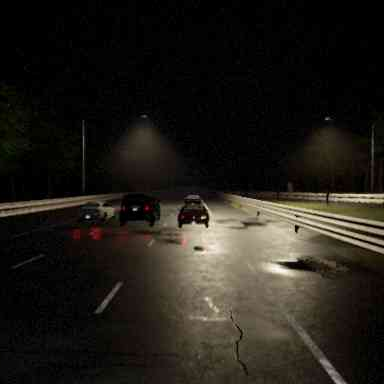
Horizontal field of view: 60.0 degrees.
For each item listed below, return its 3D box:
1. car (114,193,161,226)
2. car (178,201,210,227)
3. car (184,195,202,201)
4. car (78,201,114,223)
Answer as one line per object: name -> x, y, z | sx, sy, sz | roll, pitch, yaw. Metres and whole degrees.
car -> -3.404, 1.095, 22.562 | 2.150, 2.045, 5.566 | 0, 1, 0
car -> 0.097, 1.485, 21.594 | 1.895, 1.301, 4.718 | 0, 1, 0
car -> 0.094, 1.096, 39.477 | 2.128, 1.511, 4.902 | 0, 1, 0
car -> -6.890, 1.376, 24.322 | 1.812, 1.442, 4.674 | 0, 1, 0
